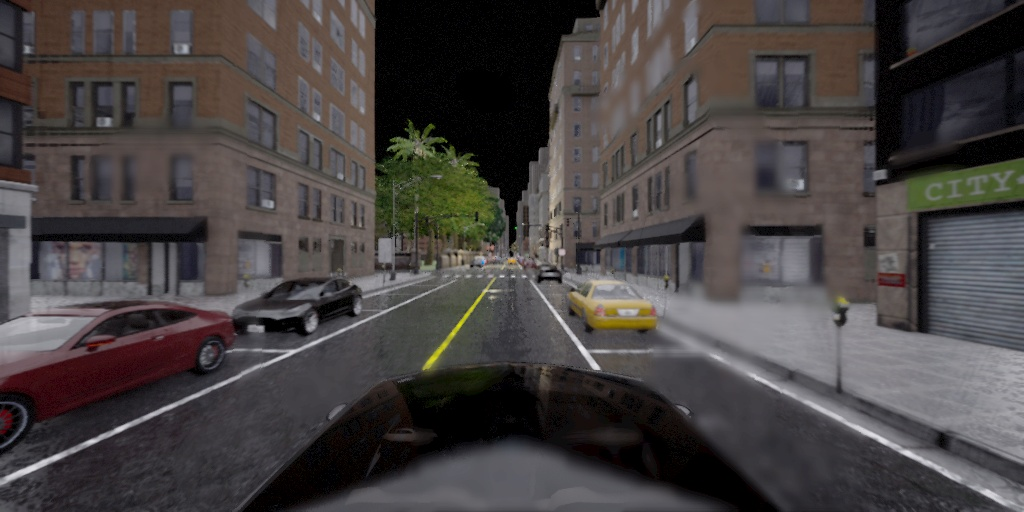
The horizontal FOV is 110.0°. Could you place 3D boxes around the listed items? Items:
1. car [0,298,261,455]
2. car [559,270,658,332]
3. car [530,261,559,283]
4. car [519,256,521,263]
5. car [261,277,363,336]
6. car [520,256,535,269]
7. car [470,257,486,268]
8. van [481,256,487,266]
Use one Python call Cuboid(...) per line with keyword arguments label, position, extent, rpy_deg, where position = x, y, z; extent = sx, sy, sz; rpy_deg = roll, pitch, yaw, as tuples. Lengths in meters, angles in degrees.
Cuboid(label="car", position=(-5.859, 1.326, 4.898), extent=(1.802, 1.307, 4.207), rpy_deg=(0, 0, 0))
Cuboid(label="car", position=(2.665, 1.260, 10.564), extent=(1.751, 1.417, 4.829), rpy_deg=(0, 0, 0))
Cuboid(label="car", position=(2.659, 1.276, 26.916), extent=(1.948, 1.339, 4.313), rpy_deg=(0, 0, 0))
Cuboid(label="car", position=(2.649, 0.994, 58.888), extent=(2.192, 1.841, 5.009), rpy_deg=(0, 0, 0))
Cuboid(label="car", position=(-5.861, 1.300, 10.406), extent=(1.948, 1.339, 4.313), rpy_deg=(0, 0, 0))
Cuboid(label="car", position=(2.651, 1.125, 53.480), extent=(1.967, 1.591, 4.097), rpy_deg=(0, 0, 0))
Cuboid(label="car", position=(-5.877, 1.245, 58.903), extent=(1.948, 1.339, 4.313), rpy_deg=(0, 0, 0))
Cuboid(label="van", position=(-5.878, 1.015, 64.309), extent=(1.690, 1.789, 3.998), rpy_deg=(0, 0, 0))
